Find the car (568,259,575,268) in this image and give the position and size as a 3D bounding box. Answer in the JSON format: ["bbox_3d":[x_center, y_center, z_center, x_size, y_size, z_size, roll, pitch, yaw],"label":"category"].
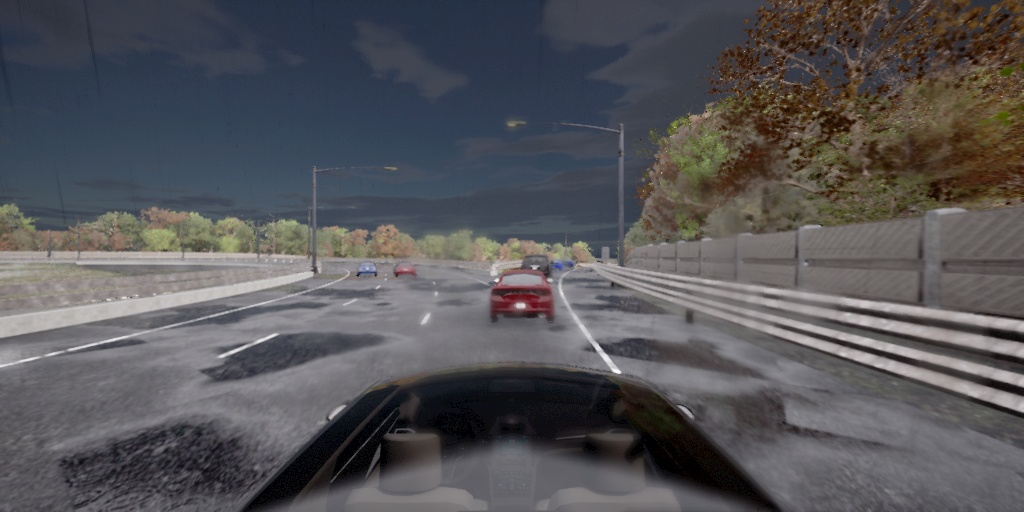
[{"bbox_3d":[9.121,1.203,57.876,1.882,1.535,5.008,0,-1,15],"label":"car"}]

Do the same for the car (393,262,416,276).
[{"bbox_3d":[-10.661,1.229,35.548,1.994,1.385,4.181,0,0,-20],"label":"car"}]

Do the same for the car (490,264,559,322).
[{"bbox_3d":[0.400,1.203,12.218,1.882,1.535,5.008,0,0,3],"label":"car"}]

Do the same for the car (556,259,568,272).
[{"bbox_3d":[5.334,1.129,43.939,1.882,1.535,5.008,0,0,14],"label":"car"}]

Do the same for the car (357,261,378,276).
[{"bbox_3d":[-14.263,1.212,35.398,2.033,1.411,5.357,0,0,-21],"label":"car"}]

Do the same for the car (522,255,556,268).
[{"bbox_3d":[1.921,0.913,26.834,2.150,2.045,5.566,0,0,8],"label":"car"}]
